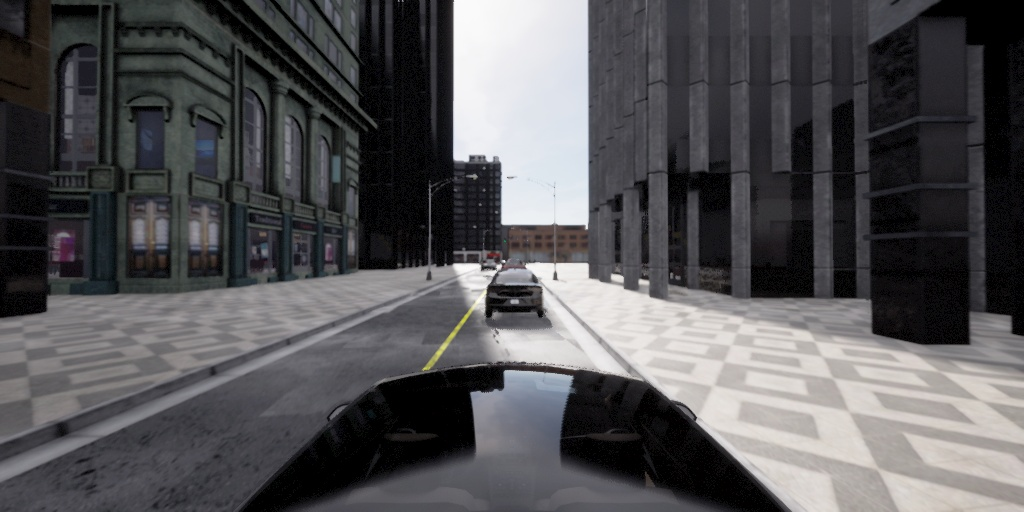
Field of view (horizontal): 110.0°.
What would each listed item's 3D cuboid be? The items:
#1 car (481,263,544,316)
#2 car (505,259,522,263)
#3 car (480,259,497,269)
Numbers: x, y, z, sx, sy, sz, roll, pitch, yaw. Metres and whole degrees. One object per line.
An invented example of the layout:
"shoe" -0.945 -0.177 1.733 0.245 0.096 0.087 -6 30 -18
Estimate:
"car" 0.100 1.199 13.158 1.882 1.535 5.008 0 0 0
"car" 0.140 1.038 30.144 2.097 1.767 4.553 0 0 0
"car" -2.994 1.175 46.494 1.837 1.490 4.892 0 0 0
